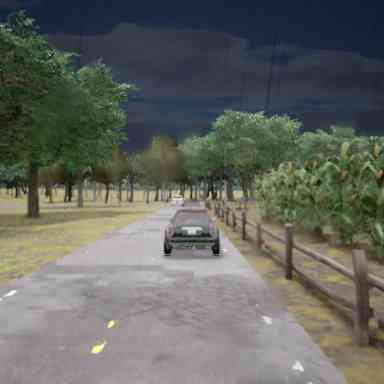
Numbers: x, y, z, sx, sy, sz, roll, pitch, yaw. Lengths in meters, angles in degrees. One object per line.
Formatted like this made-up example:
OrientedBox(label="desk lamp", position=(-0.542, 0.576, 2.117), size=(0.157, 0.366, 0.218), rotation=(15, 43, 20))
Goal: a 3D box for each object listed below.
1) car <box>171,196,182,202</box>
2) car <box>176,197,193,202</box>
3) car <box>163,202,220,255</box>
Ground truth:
OrientedBox(label="car", position=(-2.783, 1.706, 64.707), size=(2.150, 2.045, 5.566), rotation=(0, -1, 0))
OrientedBox(label="car", position=(-0.012, 1.606, 29.072), size=(2.097, 1.767, 4.553), rotation=(0, -1, 0))
OrientedBox(label="car", position=(-0.004, 1.480, 14.077), size=(2.097, 1.767, 4.553), rotation=(0, -1, 0))
